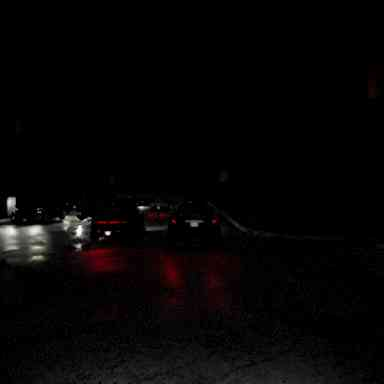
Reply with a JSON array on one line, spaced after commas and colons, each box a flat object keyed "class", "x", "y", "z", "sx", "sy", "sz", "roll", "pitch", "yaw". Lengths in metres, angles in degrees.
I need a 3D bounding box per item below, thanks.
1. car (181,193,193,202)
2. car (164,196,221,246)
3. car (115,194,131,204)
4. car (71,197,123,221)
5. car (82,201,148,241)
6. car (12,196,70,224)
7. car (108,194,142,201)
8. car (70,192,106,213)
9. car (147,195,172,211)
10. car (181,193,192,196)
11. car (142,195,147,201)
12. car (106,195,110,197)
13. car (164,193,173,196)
[{"class": "car", "x": -0.935, "y": 0.955, "z": 61.122, "sx": 1.812, "sy": 1.442, "sz": 4.674, "roll": 0, "pitch": 1, "yaw": -4}, {"class": "car", "x": 0.087, "y": 1.247, "z": 14.760, "sx": 2.097, "sy": 1.767, "sz": 4.553, "roll": 0, "pitch": 0, "yaw": 0}, {"class": "car", "x": -10.957, "y": 1.060, "z": 53.240, "sx": 1.812, "sy": 1.442, "sz": 4.674, "roll": 0, "pitch": 1, "yaw": -2}, {"class": "car", "x": -7.117, "y": 1.367, "z": 25.497, "sx": 2.033, "sy": 1.411, "sz": 5.357, "roll": 0, "pitch": 0, "yaw": 0}, {"class": "car", "x": -3.414, "y": 1.392, "z": 15.899, "sx": 1.837, "sy": 1.490, "sz": 4.892, "roll": 0, "pitch": 0, "yaw": 0}, {"class": "car", "x": -10.615, "y": 1.187, "z": 23.353, "sx": 2.097, "sy": 1.767, "sz": 4.553, "roll": 0, "pitch": 0, "yaw": 0}, {"class": "car", "x": -7.079, "y": 1.284, "z": 35.565, "sx": 2.033, "sy": 1.411, "sz": 5.357, "roll": 0, "pitch": 1, "yaw": 1}, {"class": "car", "x": -10.591, "y": 0.983, "z": 32.794, "sx": 2.150, "sy": 2.045, "sz": 5.566, "roll": 0, "pitch": 0, "yaw": 0}, {"class": "car", "x": -3.463, "y": 1.329, "z": 36.498, "sx": 1.895, "sy": 1.301, "sz": 4.718, "roll": 0, "pitch": 1, "yaw": 0}, {"class": "car", "x": 0.040, "y": 1.226, "z": 35.824, "sx": 2.128, "sy": 1.511, "sz": 4.902, "roll": 0, "pitch": 1, "yaw": 0}, {"class": "car", "x": -7.198, "y": 1.174, "z": 45.992, "sx": 2.033, "sy": 1.411, "sz": 5.357, "roll": 0, "pitch": 1, "yaw": -1}, {"class": "car", "x": -10.631, "y": 1.152, "z": 43.017, "sx": 2.128, "sy": 1.511, "sz": 4.902, "roll": 0, "pitch": 1, "yaw": -1}, {"class": "car", "x": -4.502, "y": 0.896, "z": 61.830, "sx": 1.882, "sy": 1.535, "sz": 5.008, "roll": 0, "pitch": 1, "yaw": -5}]
